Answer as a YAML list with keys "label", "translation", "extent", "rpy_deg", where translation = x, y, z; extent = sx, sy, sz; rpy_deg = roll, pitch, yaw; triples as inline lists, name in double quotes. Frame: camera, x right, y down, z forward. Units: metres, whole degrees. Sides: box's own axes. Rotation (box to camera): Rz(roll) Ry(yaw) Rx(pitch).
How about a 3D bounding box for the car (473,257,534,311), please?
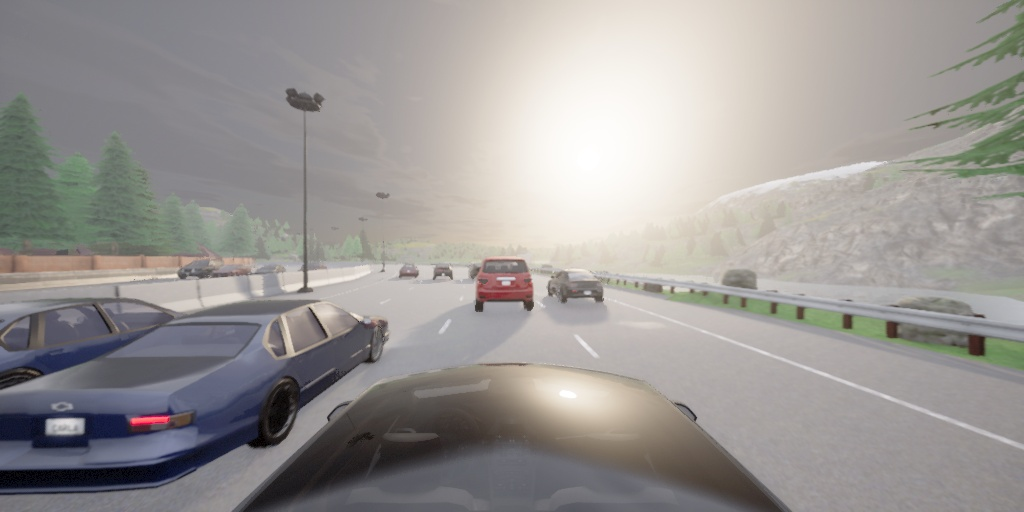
- label: "car"
  translation: [-0.434, 1.054, 15.221]
  extent: [2.150, 2.045, 5.566]
  rpy_deg: [0, 0, -5]

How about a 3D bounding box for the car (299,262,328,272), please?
- label: "car"
  translation: [-22.875, 1.494, 41.496]
  extent: [2.097, 1.767, 4.553]
  rpy_deg: [0, 0, -14]

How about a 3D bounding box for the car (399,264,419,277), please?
- label: "car"
  translation: [-11.451, 1.617, 39.978]
  extent: [1.994, 1.385, 4.181]
  rpy_deg: [0, 0, -14]

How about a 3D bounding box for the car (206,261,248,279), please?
- label: "car"
  translation: [-29.004, 1.640, 37.232]
  extent: [1.882, 1.535, 5.008]
  rpy_deg: [0, 0, -14]

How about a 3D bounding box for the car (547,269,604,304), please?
- label: "car"
  translation: [2.888, 1.343, 16.941]
  extent: [1.812, 1.442, 4.674]
  rpy_deg: [0, 0, -5]

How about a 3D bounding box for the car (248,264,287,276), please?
- label: "car"
  translation: [-25.650, 1.647, 38.236]
  extent: [1.837, 1.490, 4.892]
  rpy_deg: [0, 0, -14]

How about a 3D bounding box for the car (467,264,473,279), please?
- label: "car"
  translation: [-3.312, 1.476, 35.758]
  extent: [1.837, 1.490, 4.892]
  rpy_deg: [0, 0, -11]

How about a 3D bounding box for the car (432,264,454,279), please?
- label: "car"
  translation: [-6.947, 1.504, 36.092]
  extent: [1.837, 1.490, 4.892]
  rpy_deg: [0, 0, -12]

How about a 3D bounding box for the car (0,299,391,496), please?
- label: "car"
  translation: [-3.429, 1.342, 5.206]
  extent: [2.033, 1.411, 5.357]
  rpy_deg: [0, 0, -2]

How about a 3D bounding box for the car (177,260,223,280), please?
- label: "car"
  translation: [-32.831, 1.418, 38.207]
  extent: [2.150, 2.045, 5.566]
  rpy_deg: [0, 0, -14]

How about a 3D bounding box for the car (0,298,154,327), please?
- label: "car"
  translation: [-6.940, 1.370, 5.620]
  extent: [2.033, 1.411, 5.357]
  rpy_deg: [0, 0, -2]
